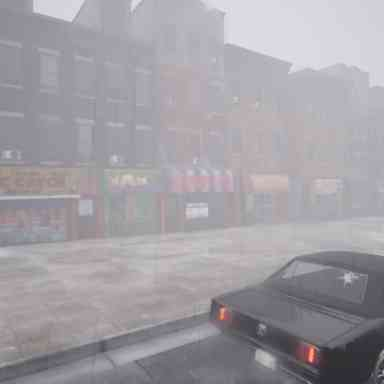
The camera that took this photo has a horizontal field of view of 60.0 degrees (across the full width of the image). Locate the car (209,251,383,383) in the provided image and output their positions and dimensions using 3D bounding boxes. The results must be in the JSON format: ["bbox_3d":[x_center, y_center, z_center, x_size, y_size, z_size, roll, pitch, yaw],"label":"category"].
[{"bbox_3d":[2.638,1.599,5.039,4.718,1.301,1.895,0,0,-35],"label":"car"}]
